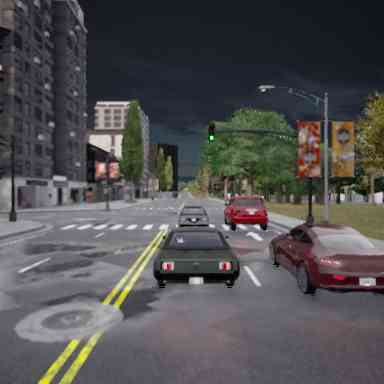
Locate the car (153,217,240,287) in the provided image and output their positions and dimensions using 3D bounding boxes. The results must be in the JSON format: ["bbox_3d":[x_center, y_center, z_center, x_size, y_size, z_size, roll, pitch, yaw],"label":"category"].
[{"bbox_3d":[0.098,1.619,9.346,1.895,1.301,4.718,0,0,0],"label":"car"}]

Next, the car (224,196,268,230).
[{"bbox_3d":[3.344,1.263,21.339,2.150,2.045,5.566,0,0,0],"label":"car"}]

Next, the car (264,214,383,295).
[{"bbox_3d":[3.349,1.543,8.625,1.812,1.442,4.674,0,0,0],"label":"car"}]

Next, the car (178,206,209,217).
[{"bbox_3d":[0.096,1.588,20.928,2.033,1.411,5.357,0,0,0],"label":"car"}]
